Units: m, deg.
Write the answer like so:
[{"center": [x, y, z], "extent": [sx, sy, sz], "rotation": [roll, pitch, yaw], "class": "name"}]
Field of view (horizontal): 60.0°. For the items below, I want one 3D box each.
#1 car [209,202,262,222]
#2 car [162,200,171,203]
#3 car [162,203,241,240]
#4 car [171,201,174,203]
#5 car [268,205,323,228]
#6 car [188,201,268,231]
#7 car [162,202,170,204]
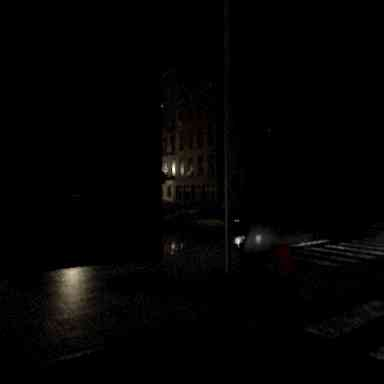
[{"center": [3.411, 1.551, 26.547], "extent": [1.802, 1.307, 4.206], "rotation": [0, 0, -36], "class": "car"}, {"center": [-2.978, 1.502, 35.495], "extent": [1.752, 1.417, 4.829], "rotation": [0, 0, -36], "class": "car"}, {"center": [0.118, 1.539, 17.347], "extent": [1.752, 1.417, 4.829], "rotation": [0, 0, -36], "class": "car"}, {"center": [0.266, 1.539, 30.952], "extent": [1.947, 1.339, 4.313], "rotation": [0, 0, -36], "class": "car"}, {"center": [6.556, 1.530, 22.141], "extent": [1.947, 1.339, 4.313], "rotation": [0, 0, -36], "class": "car"}, {"center": [1.729, 1.488, 19.444], "extent": [2.128, 1.511, 4.902], "rotation": [0, 1, -35], "class": "car"}, {"center": [-3.126, 1.569, 21.891], "extent": [2.008, 1.369, 4.403], "rotation": [0, 0, -36], "class": "car"}]
